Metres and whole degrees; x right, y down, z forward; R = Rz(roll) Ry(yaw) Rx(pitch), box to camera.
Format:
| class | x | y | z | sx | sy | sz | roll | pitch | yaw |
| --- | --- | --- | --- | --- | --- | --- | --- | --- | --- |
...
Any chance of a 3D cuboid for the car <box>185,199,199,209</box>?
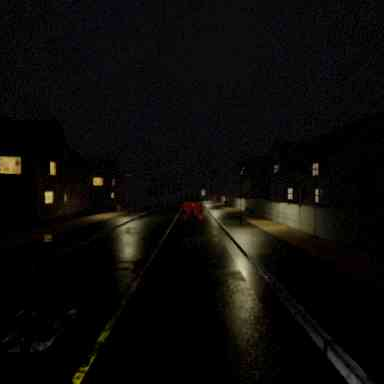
| class | x | y | z | sx | sy | sz | roll | pitch | yaw |
| --- | --- | --- | --- | --- | --- | --- | --- | --- | --- |
| car | 0.003 | 1.662 | 48.151 | 1.895 | 1.301 | 4.718 | 0 | 0 | 0 |

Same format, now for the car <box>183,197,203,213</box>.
| class | x | y | z | sx | sy | sz | roll | pitch | yaw |
| --- | --- | --- | --- | --- | --- | --- | --- | --- | --- |
| car | 0.098 | 1.382 | 37.213 | 2.097 | 1.767 | 4.553 | 0 | 0 | 0 |
